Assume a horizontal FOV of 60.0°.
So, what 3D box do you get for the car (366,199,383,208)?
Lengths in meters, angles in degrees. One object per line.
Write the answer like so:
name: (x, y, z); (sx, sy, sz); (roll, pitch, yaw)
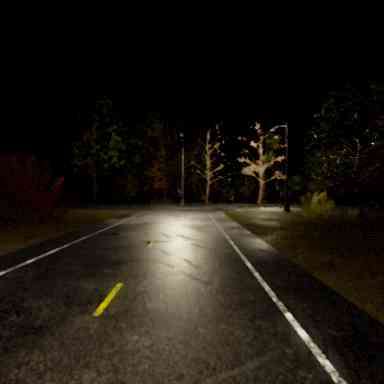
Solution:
car: (28.801, 1.721, 50.654); (4.181, 1.385, 1.994); (0, 0, 0)
